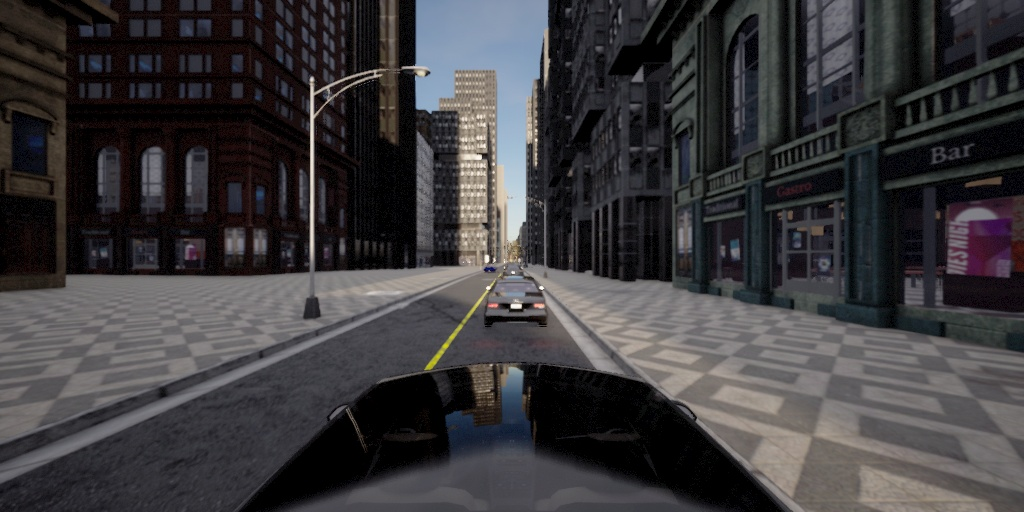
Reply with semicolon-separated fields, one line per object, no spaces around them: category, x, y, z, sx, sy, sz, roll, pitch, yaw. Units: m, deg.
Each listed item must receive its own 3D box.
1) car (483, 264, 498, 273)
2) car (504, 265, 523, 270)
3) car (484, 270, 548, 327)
car;-3.021;1.782;50.786;1.895;1.301;4.718;0;-1;1
car;0.120;1.554;35.666;1.994;1.385;4.181;0;0;0
car;0.104;1.354;11.746;2.033;1.411;5.357;0;0;0
